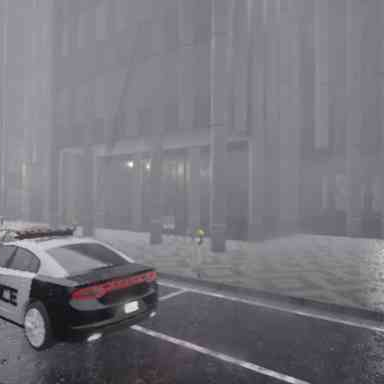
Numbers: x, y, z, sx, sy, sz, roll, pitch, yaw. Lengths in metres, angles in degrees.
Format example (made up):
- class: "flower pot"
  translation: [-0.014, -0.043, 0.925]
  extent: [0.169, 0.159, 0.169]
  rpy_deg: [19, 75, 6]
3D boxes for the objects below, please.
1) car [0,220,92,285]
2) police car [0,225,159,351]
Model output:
- class: "car"
  translation: [-5.414, 1.740, 10.707]
  extent: [4.507, 1.381, 1.887]
  rpy_deg: [-1, -1, 37]
- class: "police car"
  translation: [-2.983, 1.549, 6.568]
  extent: [5.238, 1.638, 1.930]
  rpy_deg: [-1, -1, 37]
